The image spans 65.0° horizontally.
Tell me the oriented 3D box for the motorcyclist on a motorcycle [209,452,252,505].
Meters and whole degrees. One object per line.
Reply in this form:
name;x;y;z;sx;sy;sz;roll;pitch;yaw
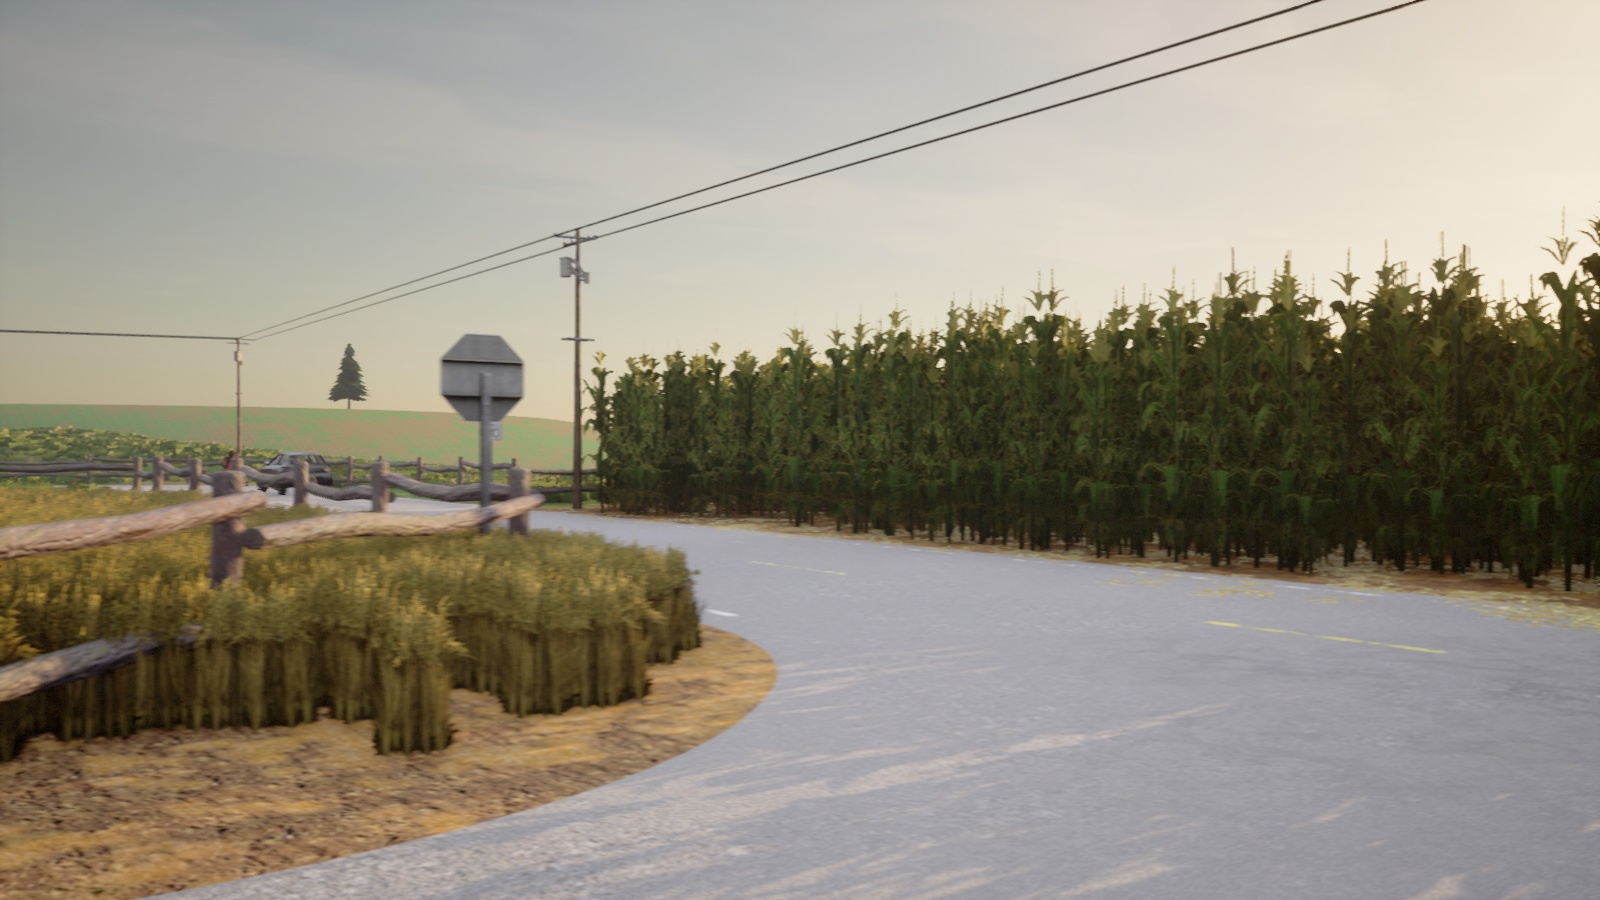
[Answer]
motorcyclist on a motorcycle;-16.773;0.818;36.941;0.797;1.523;2.044;0;0;-35

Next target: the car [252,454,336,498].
car;-17.661;0.863;43.733;1.816;1.474;4.193;0;0;-35
